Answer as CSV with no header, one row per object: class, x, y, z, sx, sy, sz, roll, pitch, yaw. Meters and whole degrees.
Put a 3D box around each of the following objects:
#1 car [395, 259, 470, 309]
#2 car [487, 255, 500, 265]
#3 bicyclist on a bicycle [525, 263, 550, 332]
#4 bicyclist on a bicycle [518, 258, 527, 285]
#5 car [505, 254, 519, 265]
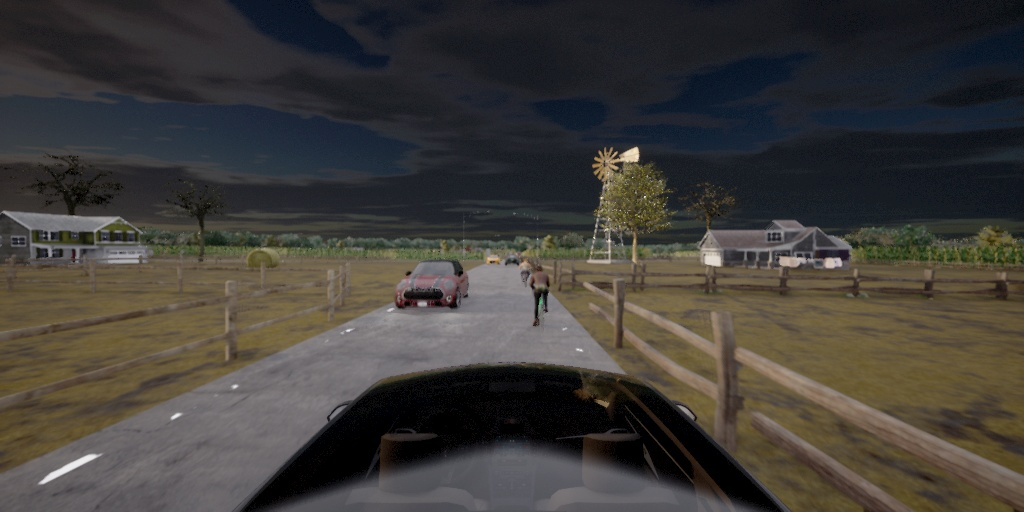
car,-2.868,0.922,13.755,2.097,1.767,4.553,0,1,0
car,-2.902,0.616,56.118,1.882,1.535,5.008,0,0,0
bicyclist on a bicycle,0.745,1.083,9.400,0.582,1.620,1.656,0,1,0
bicyclist on a bicycle,0.755,0.915,20.459,0.866,1.612,1.509,0,1,0
car,0.015,0.494,55.107,2.097,1.767,4.553,0,0,0
